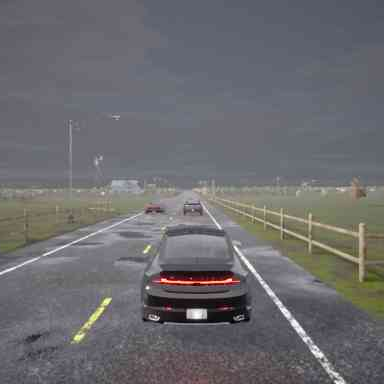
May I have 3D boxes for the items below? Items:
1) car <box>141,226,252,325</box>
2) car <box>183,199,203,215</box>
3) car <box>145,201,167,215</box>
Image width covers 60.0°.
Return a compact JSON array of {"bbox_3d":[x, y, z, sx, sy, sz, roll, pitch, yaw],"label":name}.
[{"bbox_3d":[0.077,1.504,7.210,1.837,1.490,4.892,0,0,0],"label":"car"},{"bbox_3d":[0.095,1.475,33.196,2.128,1.511,4.902,0,0,0],"label":"car"},{"bbox_3d":[-3.594,1.584,33.630,1.895,1.301,4.718,0,0,0],"label":"car"}]
